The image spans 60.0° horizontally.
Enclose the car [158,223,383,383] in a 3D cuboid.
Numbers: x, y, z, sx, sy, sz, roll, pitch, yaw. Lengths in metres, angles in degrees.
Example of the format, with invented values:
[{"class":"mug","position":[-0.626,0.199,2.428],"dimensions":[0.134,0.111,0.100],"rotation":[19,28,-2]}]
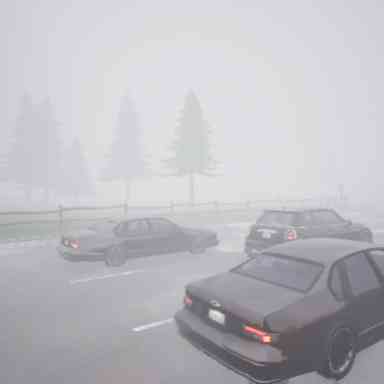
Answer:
[{"class":"car","position":[2.328,1.497,5.409],"dimensions":[5.357,1.411,2.033],"rotation":[-1,0,-36]}]

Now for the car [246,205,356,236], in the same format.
[{"class":"car","position":[3.880,1.255,10.814],"dimensions":[4.553,1.767,2.097],"rotation":[-1,0,-35]}]

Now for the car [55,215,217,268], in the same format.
[{"class":"car","position":[-1.642,1.495,11.175],"dimensions":[5.357,1.411,2.033],"rotation":[-1,0,-36]}]
